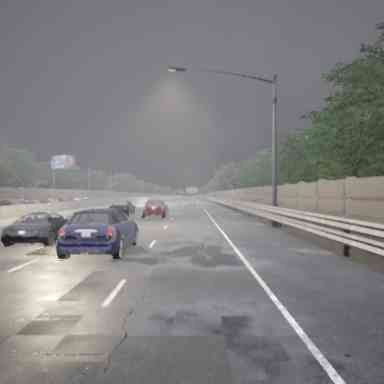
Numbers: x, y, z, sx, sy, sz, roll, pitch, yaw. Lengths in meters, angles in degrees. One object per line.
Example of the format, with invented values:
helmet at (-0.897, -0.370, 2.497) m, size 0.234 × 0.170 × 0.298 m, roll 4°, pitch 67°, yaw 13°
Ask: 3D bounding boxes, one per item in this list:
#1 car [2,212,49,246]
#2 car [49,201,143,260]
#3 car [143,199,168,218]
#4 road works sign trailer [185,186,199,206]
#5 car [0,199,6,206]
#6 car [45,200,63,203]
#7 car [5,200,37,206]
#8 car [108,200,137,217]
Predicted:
car at (-6.899, 1.619, 15.481) m, size 1.994 × 1.385 × 4.181 m, roll 0°, pitch 0°, yaw 0°
car at (-3.399, 1.397, 12.790) m, size 2.097 × 1.767 × 4.553 m, roll 0°, pitch 0°, yaw 0°
car at (-3.398, 1.475, 31.507) m, size 2.097 × 1.767 × 4.553 m, roll 0°, pitch 0°, yaw 0°
road works sign trailer at (0.005, 0.753, 60.888) m, size 2.380 × 3.560 × 2.880 m, roll 0°, pitch 0°, yaw 0°
car at (-24.580, 1.653, 41.859) m, size 1.882 × 1.535 × 5.008 m, roll 0°, pitch 0°, yaw 0°
car at (-17.579, 1.705, 42.567) m, size 1.812 × 1.442 × 4.674 m, roll 0°, pitch 0°, yaw 0°
car at (-21.079, 1.778, 42.106) m, size 1.895 × 1.301 × 4.718 m, roll 0°, pitch 0°, yaw 0°
car at (-6.898, 1.610, 33.373) m, size 1.882 × 1.535 × 5.008 m, roll 0°, pitch 0°, yaw 0°
